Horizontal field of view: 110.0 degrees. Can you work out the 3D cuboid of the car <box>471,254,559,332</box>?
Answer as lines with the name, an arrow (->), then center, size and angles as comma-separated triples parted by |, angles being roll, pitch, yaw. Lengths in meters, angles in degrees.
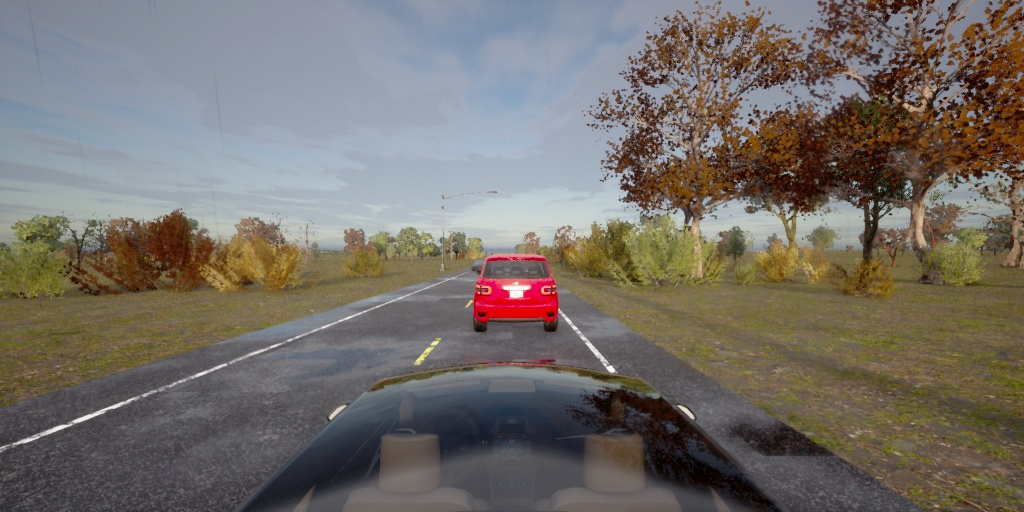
car -> 0.078, 0.968, 10.969 | 2.150, 2.045, 5.566 | 0, 0, -1

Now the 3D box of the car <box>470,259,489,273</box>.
car -> -3.809, 1.213, 43.183 | 1.882, 1.535, 5.008 | 0, 0, -1

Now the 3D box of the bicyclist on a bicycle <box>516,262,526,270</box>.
bicyclist on a bicycle -> 0.859, 1.110, 30.148 | 0.659, 1.776, 1.843 | 0, 0, 0
